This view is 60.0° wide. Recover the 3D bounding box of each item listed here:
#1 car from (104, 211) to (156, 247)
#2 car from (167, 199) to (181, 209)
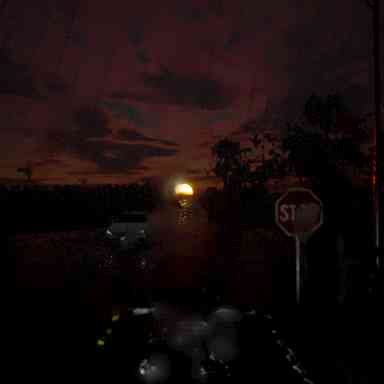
[{"bbox_3d":[-2.756,1.644,15.691,1.812,1.442,4.674,0,0,0],"label":"car"},{"bbox_3d":[-2.771,1.911,52.547,1.812,1.442,4.674,0,0,0],"label":"car"}]
